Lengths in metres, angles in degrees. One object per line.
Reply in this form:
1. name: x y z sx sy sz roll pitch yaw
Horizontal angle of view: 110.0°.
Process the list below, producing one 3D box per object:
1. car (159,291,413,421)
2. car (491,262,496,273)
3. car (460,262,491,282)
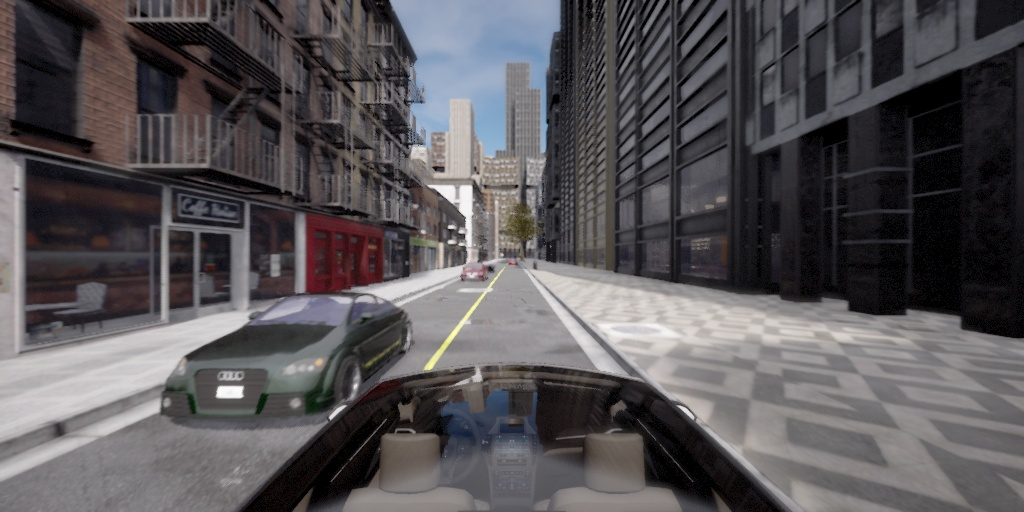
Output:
1. car: -3.092 1.304 5.930 1.994 1.385 4.181 0 0 0
2. car: -2.891 1.325 42.496 1.895 1.301 4.718 0 0 0
3. car: -2.939 1.248 28.705 1.812 1.442 4.674 0 0 1
